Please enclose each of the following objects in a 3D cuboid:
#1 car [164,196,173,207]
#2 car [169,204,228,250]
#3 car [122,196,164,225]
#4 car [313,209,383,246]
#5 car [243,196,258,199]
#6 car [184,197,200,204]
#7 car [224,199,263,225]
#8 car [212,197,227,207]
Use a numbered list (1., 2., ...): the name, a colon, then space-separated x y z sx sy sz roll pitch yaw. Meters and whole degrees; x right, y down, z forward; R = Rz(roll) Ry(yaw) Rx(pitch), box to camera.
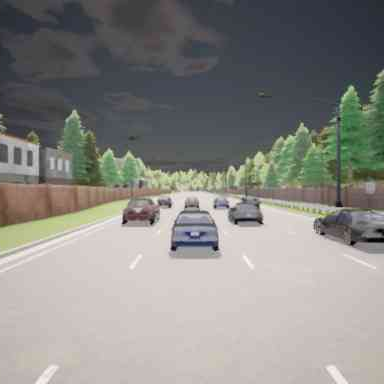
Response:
1. car: -3.464 1.244 42.378 1.812 1.442 4.674 0 1 1
2. car: 0.100 1.455 13.797 2.033 1.411 5.357 0 0 0
3. car: -3.401 1.199 22.991 2.097 1.767 4.553 0 0 0
4. car: 7.100 1.450 14.613 2.033 1.411 5.357 0 0 0
5. car: 7.016 1.226 40.330 2.128 1.511 4.902 0 1 0
6. car: -0.001 1.292 38.576 2.033 1.411 5.357 0 0 0
7. car: 3.599 1.411 22.978 1.994 1.385 4.181 0 0 0
8. car: 3.516 1.280 40.393 2.033 1.411 5.357 0 0 0
